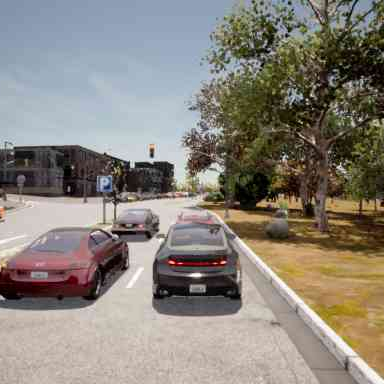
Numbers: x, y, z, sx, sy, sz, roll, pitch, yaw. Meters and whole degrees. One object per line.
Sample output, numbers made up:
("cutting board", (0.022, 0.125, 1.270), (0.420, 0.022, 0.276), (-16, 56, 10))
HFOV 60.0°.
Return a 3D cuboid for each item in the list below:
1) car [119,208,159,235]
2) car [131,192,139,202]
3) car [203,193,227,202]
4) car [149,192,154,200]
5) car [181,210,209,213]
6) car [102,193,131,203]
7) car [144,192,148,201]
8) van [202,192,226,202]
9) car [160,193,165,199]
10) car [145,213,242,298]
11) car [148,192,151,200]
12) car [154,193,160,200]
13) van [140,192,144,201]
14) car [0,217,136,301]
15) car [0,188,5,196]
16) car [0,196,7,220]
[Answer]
("car", (-2.848, 1.572, 17.654), (2.033, 1.411, 5.357), (0, 0, 1))
("car", (-13.812, 1.316, 65.796), (5.366, 1.575, 1.946), (-1, 0, -15))
("car", (4.653, 1.142, 68.372), (4.553, 1.767, 2.185), (1, 0, -14))
("car", (-12.284, 1.359, 80.756), (4.674, 1.452, 2.002), (-1, 0, -13))
("car", (0.155, 1.625, 17.749), (1.895, 1.301, 4.718), (0, 0, 0))
("car", (-14.457, 1.359, 62.804), (4.792, 1.488, 2.163), (-1, 0, -15))
("car", (-13.027, 1.322, 74.759), (4.892, 1.521, 2.231), (-1, 0, -14))
("van", (4.270, 1.043, 65.402), (4.442, 1.987, 1.878), (1, 0, -14))
("car", (-11.020, 1.065, 89.745), (5.566, 2.045, 2.435), (-1, 0, -12))
("car", (0.107, 1.515, 8.481), (1.837, 1.490, 4.892), (0, 0, 0))
("car", (-12.655, 1.360, 77.755), (4.674, 1.452, 2.002), (-1, 0, -13))
("car", (-11.470, 1.358, 86.739), (4.674, 1.452, 2.002), (-1, 0, -12))
("van", (-13.255, 1.093, 71.788), (4.442, 1.987, 1.878), (-1, 0, -14))
("car", (-2.903, 1.574, 8.434), (1.994, 1.385, 4.181), (0, 0, 1))
("car", (-31.175, 0.137, 53.669), (2.002, 1.452, 4.674), (6, -3, -19))
("car", (-16.632, 1.404, 24.997), (4.553, 1.767, 2.185), (-1, 0, -19))
